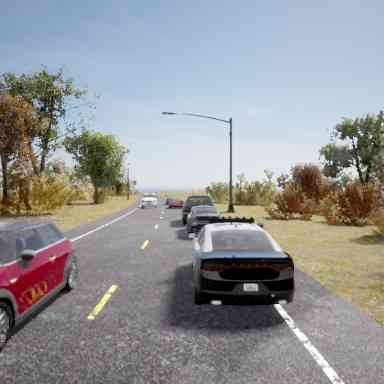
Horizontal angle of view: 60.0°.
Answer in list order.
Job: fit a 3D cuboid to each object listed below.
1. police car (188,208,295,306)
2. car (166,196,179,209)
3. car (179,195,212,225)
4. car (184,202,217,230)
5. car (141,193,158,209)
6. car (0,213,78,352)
[{"bbox_3d":[0.953,1.426,8.270,1.930,1.638,5.238,0,0,-1],"label":"police car"},{"bbox_3d":[-2.206,1.558,45.522,1.994,1.385,4.181,0,0,-5],"label":"car"},{"bbox_3d":[0.366,1.221,24.268,2.150,2.045,5.566,0,0,-3],"label":"car"},{"bbox_3d":[0.651,1.506,18.210,1.837,1.490,4.892,0,0,-2],"label":"car"},{"bbox_3d":[-5.884,1.215,46.266,2.150,2.045,5.566,0,0,-6],"label":"car"},{"bbox_3d":[-3.693,1.353,5.921,2.097,1.767,4.553,0,0,-1],"label":"car"}]
